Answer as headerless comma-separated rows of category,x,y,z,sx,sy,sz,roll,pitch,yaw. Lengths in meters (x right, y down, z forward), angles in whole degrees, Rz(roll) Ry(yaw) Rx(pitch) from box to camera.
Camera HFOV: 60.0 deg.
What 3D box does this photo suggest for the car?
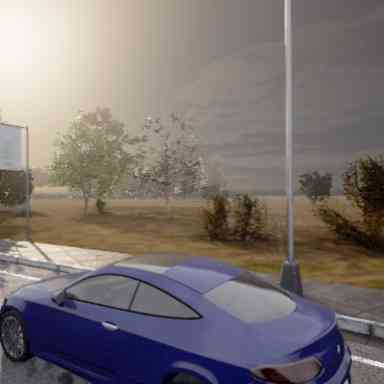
car,-0.564,1.521,4.223,4.674,1.442,1.812,0,0,34
